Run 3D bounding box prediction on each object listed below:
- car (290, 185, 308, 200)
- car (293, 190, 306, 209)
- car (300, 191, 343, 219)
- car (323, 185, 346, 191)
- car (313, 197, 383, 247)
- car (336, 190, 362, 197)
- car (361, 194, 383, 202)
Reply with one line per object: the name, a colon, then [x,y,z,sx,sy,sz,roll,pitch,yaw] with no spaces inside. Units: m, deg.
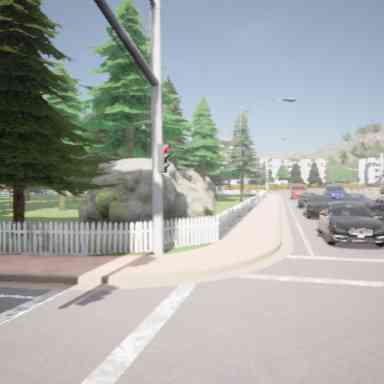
car: [15.309,0.053,47.927,2.150,2.045,5.566,0,1,15]
car: [10.904,0.801,31.241,1.994,1.385,4.181,0,1,15]
car: [8.650,0.925,22.603,1.882,1.535,5.008,0,1,15]
car: [16.473,0.247,38.591,2.150,2.045,5.566,0,1,15]
car: [6.275,1.174,13.497,1.837,1.490,4.892,0,1,15]
car: [13.571,0.842,27.526,2.033,1.411,5.357,0,1,15]
car: [11.101,1.016,18.093,2.128,1.511,4.902,0,1,15]
